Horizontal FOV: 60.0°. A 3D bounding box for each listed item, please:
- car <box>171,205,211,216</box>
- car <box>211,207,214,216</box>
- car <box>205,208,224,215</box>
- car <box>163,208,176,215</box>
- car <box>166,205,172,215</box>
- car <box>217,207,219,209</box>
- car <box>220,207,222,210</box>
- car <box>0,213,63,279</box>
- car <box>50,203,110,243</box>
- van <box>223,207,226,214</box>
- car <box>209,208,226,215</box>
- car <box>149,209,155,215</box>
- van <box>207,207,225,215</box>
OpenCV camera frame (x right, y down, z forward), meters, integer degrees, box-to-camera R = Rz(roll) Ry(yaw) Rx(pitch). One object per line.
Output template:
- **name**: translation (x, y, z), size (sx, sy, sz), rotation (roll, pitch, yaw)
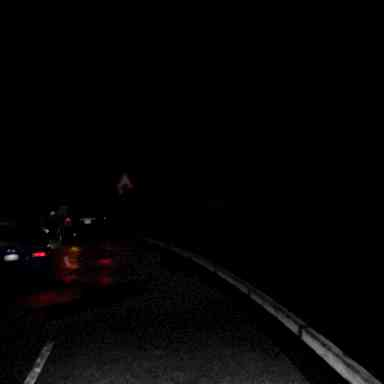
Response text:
- **car**: translation (-0.079, 2.861, 49.060), size (4.892, 1.521, 2.231), rotation (0, -4, 10)
- **car**: translation (0.386, 3.048, 51.770), size (5.008, 1.535, 2.097), rotation (0, -4, 10)
- **car**: translation (5.480, 4.795, 81.719), size (4.553, 1.767, 2.185), rotation (0, -3, 10)
- **car**: translation (-4.928, 4.277, 72.802), size (1.837, 1.490, 4.892), rotation (0, -3, 10)
- **car**: translation (-3.406, 3.469, 62.422), size (2.150, 2.045, 5.566), rotation (0, -4, 10)
- **car**: translation (1.599, 3.596, 59.928), size (5.366, 1.575, 1.946), rotation (0, -4, 10)
- **car**: translation (3.169, 4.157, 68.025), size (4.674, 1.452, 2.002), rotation (0, -4, 10)
- **car**: translation (-5.245, 1.533, 9.790), size (2.033, 1.411, 5.357), rotation (0, 0, -27)
- **car**: translation (-5.649, 1.308, 16.133), size (2.097, 1.767, 4.553), rotation (-1, 0, -33)
- **van**: translation (5.141, 4.535, 78.861), size (4.442, 1.987, 1.878), rotation (0, -3, 10)
- **car**: translation (6.910, 5.214, 89.720), size (4.553, 1.767, 2.185), rotation (0, -3, 10)
- **car**: translation (-6.618, 3.825, 62.914), size (1.994, 1.385, 4.181), rotation (0, -4, 10)
- **van**: translation (6.302, 4.979, 87.040), size (4.442, 1.987, 1.878), rotation (0, -3, 10)
